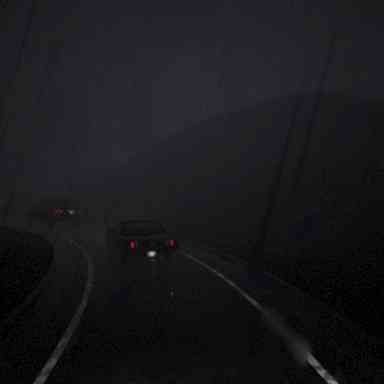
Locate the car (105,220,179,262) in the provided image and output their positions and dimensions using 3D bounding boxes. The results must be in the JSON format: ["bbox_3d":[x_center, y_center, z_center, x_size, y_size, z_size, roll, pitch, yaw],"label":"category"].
[{"bbox_3d":[-2.142,1.726,12.835,1.895,1.301,4.718,0,-1,-22],"label":"car"}]

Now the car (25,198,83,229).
[{"bbox_3d":[-10.060,1.474,24.142,5.566,2.045,2.150,0,-1,43],"label":"car"}]
